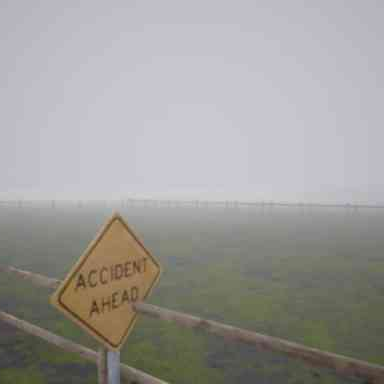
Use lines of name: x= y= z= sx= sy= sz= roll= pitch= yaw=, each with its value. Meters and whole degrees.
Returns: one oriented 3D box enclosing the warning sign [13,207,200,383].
warning sign: x=-0.727 y=1.108 z=3.089 sx=1.060 sy=1.860 sz=1.300 roll=0 pitch=0 yaw=35
